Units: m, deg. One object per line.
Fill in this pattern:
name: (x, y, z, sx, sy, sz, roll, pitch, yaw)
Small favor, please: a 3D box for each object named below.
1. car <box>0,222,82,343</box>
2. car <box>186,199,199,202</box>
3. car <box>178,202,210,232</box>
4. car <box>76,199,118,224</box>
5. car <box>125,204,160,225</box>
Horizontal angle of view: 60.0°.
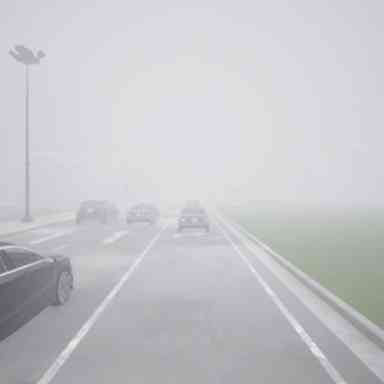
car: (-3.398, 1.487, 5.056, 2.128, 1.511, 4.902, 0, 0, 0)
car: (0.082, 1.513, 36.935, 2.033, 1.411, 5.357, 0, 0, 0)
car: (0.105, 1.529, 19.921, 2.033, 1.411, 5.357, 0, 0, 0)
car: (-6.895, 1.330, 24.625, 2.097, 1.767, 4.553, 0, 0, 0)
car: (-3.396, 1.526, 23.571, 2.033, 1.411, 5.357, 0, 0, 0)
